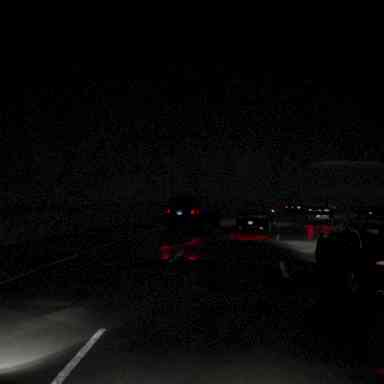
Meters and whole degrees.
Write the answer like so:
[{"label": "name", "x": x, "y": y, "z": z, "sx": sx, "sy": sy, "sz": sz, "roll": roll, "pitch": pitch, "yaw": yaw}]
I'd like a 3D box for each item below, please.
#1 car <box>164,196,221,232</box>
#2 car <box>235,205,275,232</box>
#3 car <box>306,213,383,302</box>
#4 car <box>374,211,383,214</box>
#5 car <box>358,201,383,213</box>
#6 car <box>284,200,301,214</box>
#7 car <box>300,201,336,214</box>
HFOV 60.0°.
[{"label": "car", "x": 0.170, "y": 1.231, "z": 20.318, "sx": 2.150, "sy": 2.045, "sz": 5.566, "roll": 0, "pitch": 0, "yaw": 18}, {"label": "car", "x": 3.944, "y": 1.503, "z": 20.387, "sx": 1.882, "sy": 1.535, "sz": 5.008, "roll": 0, "pitch": 0, "yaw": 18}, {"label": "car", "x": 4.441, "y": 1.514, "z": 8.198, "sx": 2.128, "sy": 1.511, "sz": 4.902, "roll": 0, "pitch": 0, "yaw": 8}, {"label": "car", "x": 8.924, "y": 1.644, "z": 13.004, "sx": 1.895, "sy": 1.301, "sz": 4.718, "roll": 0, "pitch": 0, "yaw": 14}, {"label": "car", "x": 15.655, "y": 1.556, "z": 29.128, "sx": 1.882, "sy": 1.535, "sz": 5.008, "roll": 0, "pitch": 0, "yaw": 29}, {"label": "car", "x": 11.396, "y": 1.611, "z": 35.887, "sx": 2.033, "sy": 1.411, "sz": 5.357, "roll": 0, "pitch": 0, "yaw": 30}, {"label": "car", "x": 10.203, "y": 1.545, "z": 26.255, "sx": 2.128, "sy": 1.511, "sz": 4.902, "roll": 0, "pitch": 0, "yaw": 26}]
